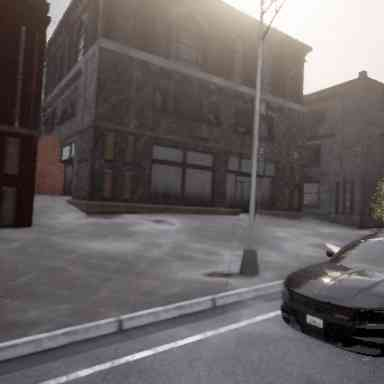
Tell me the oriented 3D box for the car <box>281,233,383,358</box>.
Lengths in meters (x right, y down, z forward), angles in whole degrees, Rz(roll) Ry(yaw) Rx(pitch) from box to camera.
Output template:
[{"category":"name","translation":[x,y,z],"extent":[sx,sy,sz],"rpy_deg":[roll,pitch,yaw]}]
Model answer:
[{"category":"car","translation":[3.725,1.514,5.966],"extent":[5.008,1.535,1.882],"rpy_deg":[1,0,-35]}]
